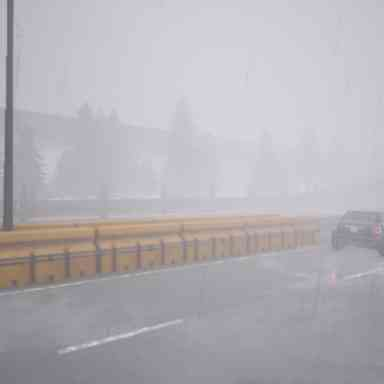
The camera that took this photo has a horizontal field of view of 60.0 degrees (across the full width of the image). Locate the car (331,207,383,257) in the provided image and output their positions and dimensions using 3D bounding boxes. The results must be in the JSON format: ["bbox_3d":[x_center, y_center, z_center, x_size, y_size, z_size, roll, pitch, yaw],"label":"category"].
[{"bbox_3d":[7.812,1.482,13.737,4.553,1.767,2.097,1,-1,-35],"label":"car"}]
